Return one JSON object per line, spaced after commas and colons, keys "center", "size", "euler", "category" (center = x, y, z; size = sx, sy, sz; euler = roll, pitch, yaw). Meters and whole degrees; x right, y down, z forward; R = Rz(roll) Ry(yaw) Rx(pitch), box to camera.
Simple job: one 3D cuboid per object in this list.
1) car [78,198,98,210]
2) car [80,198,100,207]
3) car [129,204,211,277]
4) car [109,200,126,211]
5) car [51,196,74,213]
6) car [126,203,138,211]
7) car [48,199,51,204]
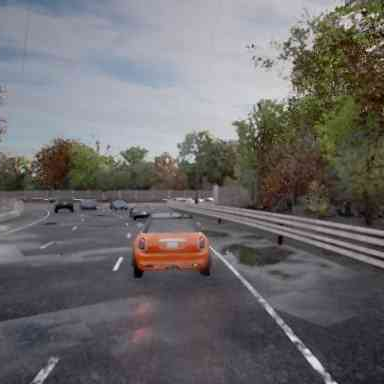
{"center": [-15.099, 1.899, 47.848], "size": [1.994, 1.385, 4.181], "euler": [0, 0, -26], "category": "car"}
{"center": [-18.698, 1.918, 60.862], "size": [2.128, 1.511, 4.902], "euler": [0, 0, -33], "category": "car"}
{"center": [-0.722, 1.423, 10.762], "size": [2.097, 1.767, 4.553], "euler": [0, -1, -6], "category": "car"}
{"center": [-10.032, 1.859, 45.480], "size": [2.033, 1.411, 5.357], "euler": [0, -1, -24], "category": "car"}
{"center": [-16.615, 1.527, 43.013], "size": [2.150, 2.045, 5.566], "euler": [0, 0, -24], "category": "car"}
{"center": [-4.604, 1.769, 30.200], "size": [1.994, 1.385, 4.181], "euler": [0, 0, -16], "category": "car"}
{"center": [-32.126, 2.034, 78.038], "size": [5.008, 1.535, 1.882], "euler": [0, -1, 45], "category": "car"}
